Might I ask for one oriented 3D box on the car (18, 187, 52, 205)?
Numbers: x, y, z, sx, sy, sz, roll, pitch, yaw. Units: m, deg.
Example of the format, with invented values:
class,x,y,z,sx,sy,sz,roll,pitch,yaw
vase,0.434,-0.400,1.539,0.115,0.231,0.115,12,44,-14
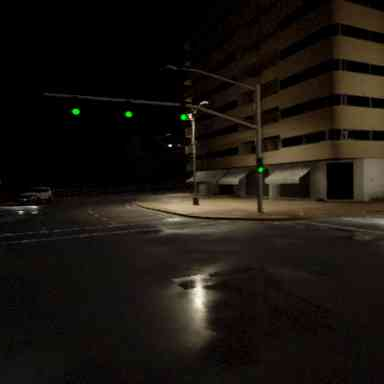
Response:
class,x,y,z,sx,sy,sz,roll,pitch,yaw
car,-19.689,0.449,42.060,2.150,2.045,5.566,-2,2,0
